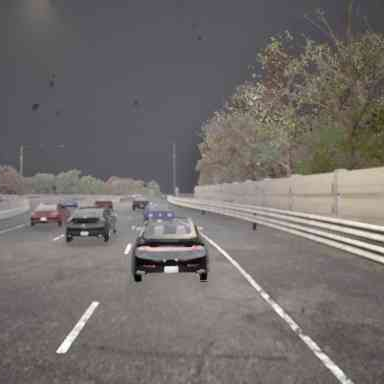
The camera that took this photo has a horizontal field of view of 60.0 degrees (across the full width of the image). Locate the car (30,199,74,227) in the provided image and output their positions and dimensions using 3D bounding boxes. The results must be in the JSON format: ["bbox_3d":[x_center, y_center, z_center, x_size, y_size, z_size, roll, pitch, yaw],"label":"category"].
[{"bbox_3d":[-9.311,1.440,22.052,1.812,1.442,4.674,0,0,-12],"label":"car"}]

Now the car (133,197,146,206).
[{"bbox_3d":[-7.897,1.391,50.027,1.895,1.301,4.718,0,0,-8],"label":"car"}]

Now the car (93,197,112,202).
[{"bbox_3d":[-10.061,1.326,37.433,1.882,1.535,5.008,0,0,-19],"label":"car"}]

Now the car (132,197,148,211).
[{"bbox_3d":[-6.013,1.314,39.020,1.882,1.535,5.008,0,0,-11],"label":"car"}]

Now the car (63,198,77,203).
[{"bbox_3d":[-15.621,1.399,42.011,1.994,1.385,4.181,0,0,-23],"label":"car"}]

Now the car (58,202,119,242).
[{"bbox_3d":[-4.733,1.440,16.043,1.837,1.490,4.892,0,0,-8],"label":"car"}]

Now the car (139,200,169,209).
[{"bbox_3d":[-2.472,1.502,23.291,1.895,1.301,4.718,0,0,-12],"label":"car"}]

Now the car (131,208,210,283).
[{"bbox_3d":[-0.632,1.450,9.620,2.128,1.511,4.902,0,0,-4],"label":"car"}]
